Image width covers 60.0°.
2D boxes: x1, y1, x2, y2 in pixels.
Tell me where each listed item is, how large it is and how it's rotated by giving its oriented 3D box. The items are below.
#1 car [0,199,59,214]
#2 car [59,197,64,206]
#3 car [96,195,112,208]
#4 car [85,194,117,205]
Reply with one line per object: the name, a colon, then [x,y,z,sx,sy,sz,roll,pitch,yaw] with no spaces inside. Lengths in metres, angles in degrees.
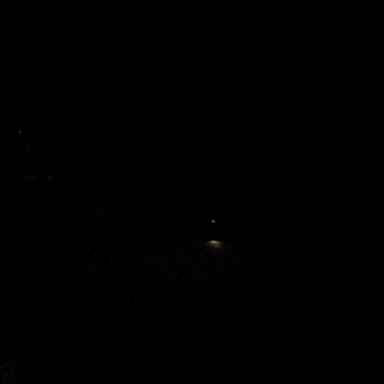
car: [-15.336,1.329,31.375,2.008,1.369,4.403,2,2,35]
car: [-16.343,1.117,44.653,2.008,1.369,4.403,2,2,35]
car: [-9.095,1.232,40.134,1.802,1.307,4.206,2,2,35]
car: [-13.324,1.067,48.889,1.947,1.339,4.313,2,2,35]
